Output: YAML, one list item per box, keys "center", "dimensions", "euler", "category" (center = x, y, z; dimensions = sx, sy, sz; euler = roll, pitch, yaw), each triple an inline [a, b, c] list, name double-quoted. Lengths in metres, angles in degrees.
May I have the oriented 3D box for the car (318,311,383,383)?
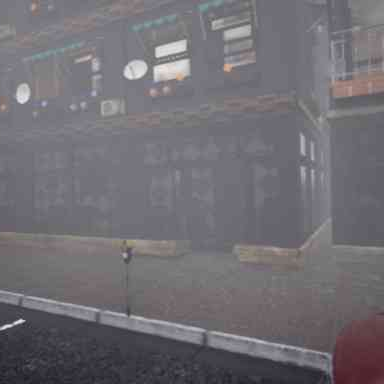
- center: [3.109, 1.228, 1.258]
  dimensions: [5.009, 1.841, 2.192]
  euler: [-1, 0, 27]
  category: "car"
